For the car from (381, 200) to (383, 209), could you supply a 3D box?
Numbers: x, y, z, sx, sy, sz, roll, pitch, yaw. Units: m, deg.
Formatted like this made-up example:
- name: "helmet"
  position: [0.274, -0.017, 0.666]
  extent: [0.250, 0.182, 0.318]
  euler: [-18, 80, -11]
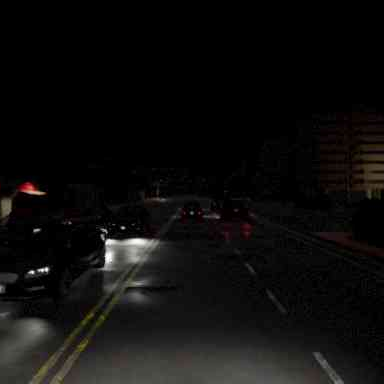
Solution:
- name: "car"
  position: [18.328, 1.296, 27.548]
  extent: [3.866, 1.878, 1.905]
  euler: [0, 0, -2]

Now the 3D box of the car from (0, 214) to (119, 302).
- name: "car"
  position: [-3.586, 1.537, 8.567]
  extent: [2.128, 1.511, 4.902]
  euler: [0, 0, 0]

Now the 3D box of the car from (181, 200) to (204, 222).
- name: "car"
  position: [0.010, 1.691, 28.238]
  extent: [2.033, 1.411, 5.357]
  euler: [0, 0, 0]

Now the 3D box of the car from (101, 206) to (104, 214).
- name: "car"
  position: [-7.001, 1.688, 24.201]
  extent: [1.994, 1.385, 4.181]
  euler: [0, 0, 0]

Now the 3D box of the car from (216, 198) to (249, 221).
- name: "car"
  position: [3.510, 1.497, 28.443]
  extent: [2.097, 1.767, 4.553]
  euler: [0, 0, 0]

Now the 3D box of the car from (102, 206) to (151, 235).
- name: "car"
  position: [-3.522, 1.604, 19.449]
  extent: [1.837, 1.490, 4.892]
  euler: [0, 0, 0]

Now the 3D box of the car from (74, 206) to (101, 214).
- name: "car"
  position: [-7.001, 1.699, 19.247]
  extent: [1.895, 1.301, 4.718]
  euler: [0, 0, 0]

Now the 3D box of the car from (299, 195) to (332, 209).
- name: "car"
  position: [17.787, 1.395, 47.164]
  extent: [3.866, 1.878, 1.905]
  euler: [0, 0, -2]

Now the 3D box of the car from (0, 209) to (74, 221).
- name: "car"
  position: [-7.066, 1.620, 14.040]
  extent: [2.033, 1.411, 5.357]
  euler: [0, 0, 0]

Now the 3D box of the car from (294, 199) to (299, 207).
- name: "car"
  position: [17.768, 1.407, 50.059]
  extent: [4.605, 1.855, 1.932]
  euler: [0, 0, -2]

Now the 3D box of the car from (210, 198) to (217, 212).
- name: "car"
  position: [3.546, 1.572, 43.461]
  extent: [2.097, 1.767, 4.553]
  euler: [0, 0, 0]

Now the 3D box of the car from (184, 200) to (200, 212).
- name: "car"
  position: [0.050, 1.786, 43.589]
  extent: [1.994, 1.385, 4.181]
  euler: [0, 0, 0]
